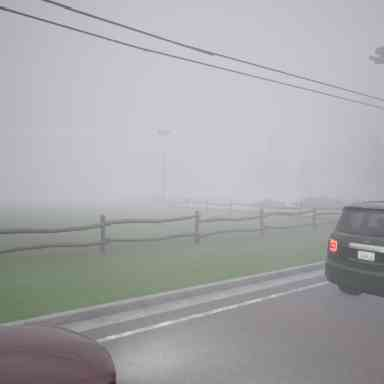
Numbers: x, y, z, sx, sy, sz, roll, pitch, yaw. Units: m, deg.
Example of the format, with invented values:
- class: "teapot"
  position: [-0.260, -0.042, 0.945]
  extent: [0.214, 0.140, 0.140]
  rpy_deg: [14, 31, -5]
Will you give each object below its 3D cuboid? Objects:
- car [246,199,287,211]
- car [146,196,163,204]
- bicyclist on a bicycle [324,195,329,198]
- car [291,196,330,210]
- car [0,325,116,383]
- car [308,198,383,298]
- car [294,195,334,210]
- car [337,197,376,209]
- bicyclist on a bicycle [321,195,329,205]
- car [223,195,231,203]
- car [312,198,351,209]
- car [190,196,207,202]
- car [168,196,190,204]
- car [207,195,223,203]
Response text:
- class: "car"
  position: [9.224, 1.549, 41.557]
  extent: [2.033, 1.411, 5.357]
  rpy_deg: [0, 0, -34]
- class: "car"
  position: [-7.367, 1.508, 66.196]
  extent: [1.837, 1.490, 4.892]
  rpy_deg: [0, 1, -34]
- class: "bicyclist on a bicycle"
  position: [22.149, 1.305, 54.460]
  extent: [1.656, 1.620, 0.582]
  rpy_deg: [0, 0, -44]
- class: "car"
  position: [14.272, 1.354, 40.330]
  extent: [2.097, 1.767, 4.553]
  rpy_deg: [0, 0, -34]
- class: "car"
  position: [-2.732, 1.526, 1.875]
  extent: [4.674, 1.442, 1.812]
  rpy_deg: [0, 0, -34]
- class: "car"
  position: [5.306, 1.222, 7.388]
  extent: [5.566, 2.045, 2.150]
  rpy_deg: [0, 0, -34]
- class: "car"
  position: [16.028, 1.354, 43.989]
  extent: [2.097, 1.767, 4.553]
  rpy_deg: [0, 0, -34]
- class: "car"
  position: [22.862, 1.528, 46.374]
  extent: [1.812, 1.442, 4.674]
  rpy_deg: [0, 0, -34]
- class: "bicyclist on a bicycle"
  position: [22.013, 1.305, 55.007]
  extent: [0.582, 1.620, 1.656]
  rpy_deg: [0, 0, 43]
- class: "car"
  position: [6.336, 1.504, 70.810]
  extent: [1.837, 1.490, 4.892]
  rpy_deg: [0, 0, -34]
- class: "car"
  position: [19.118, 1.528, 45.666]
  extent: [1.812, 1.442, 4.674]
  rpy_deg: [0, 0, -34]
- class: "car"
  position: [0.270, 1.494, 67.389]
  extent: [2.128, 1.511, 4.902]
  rpy_deg: [0, 0, -34]
- class: "car"
  position: [-2.937, 1.507, 65.883]
  extent: [1.837, 1.490, 4.892]
  rpy_deg: [0, 0, -34]
- class: "car"
  position: [3.710, 1.508, 68.545]
  extent: [1.837, 1.490, 4.892]
  rpy_deg: [0, 0, -34]
